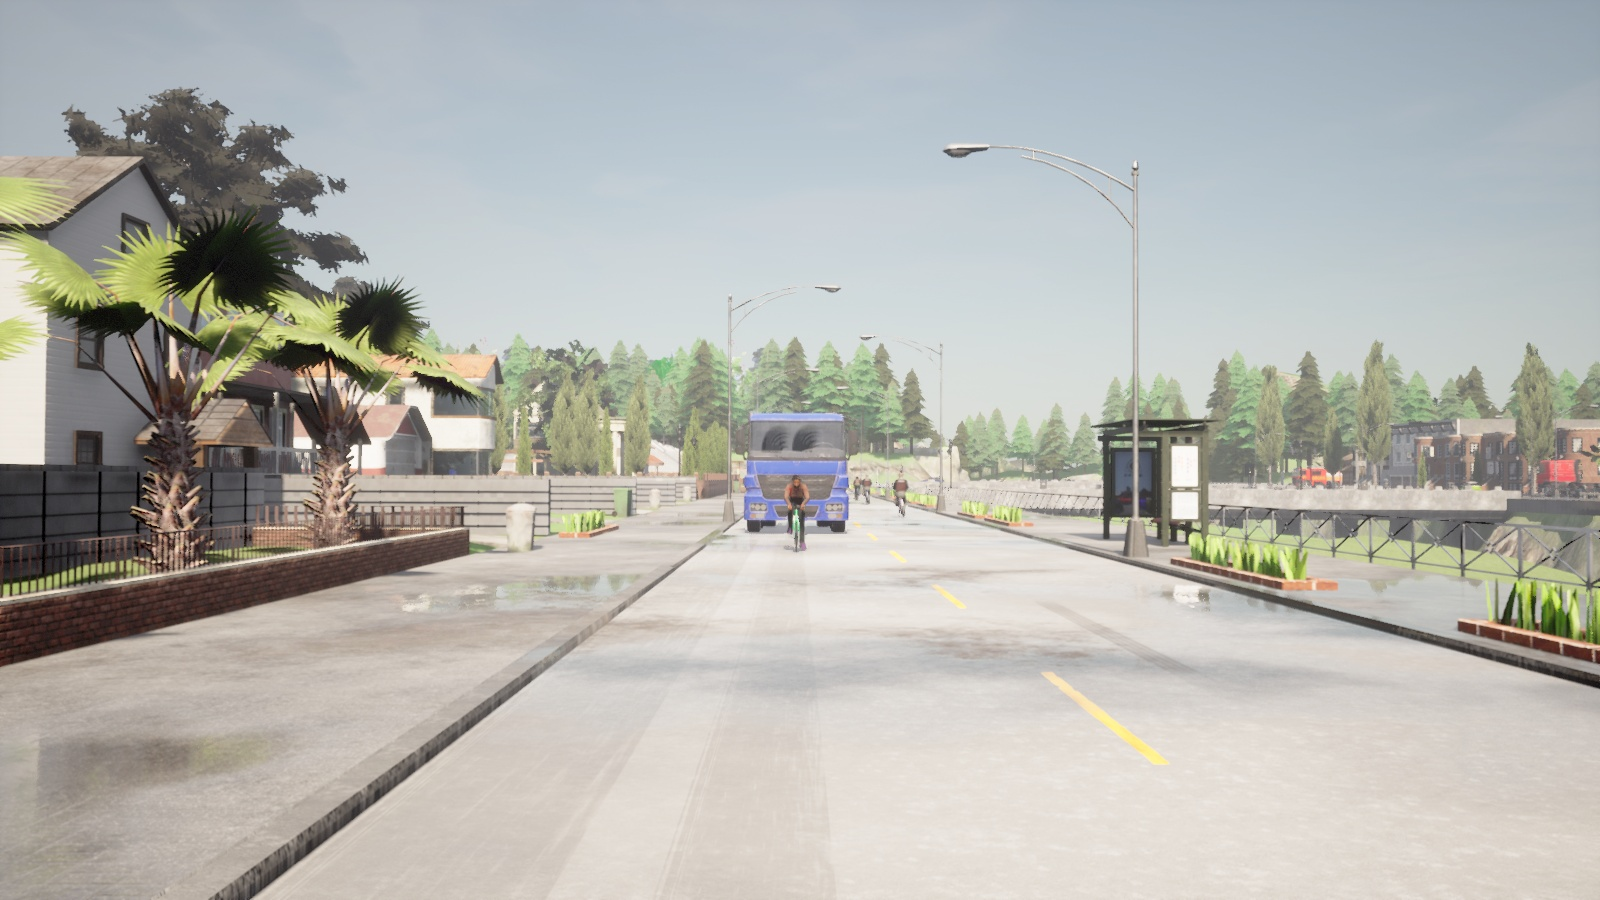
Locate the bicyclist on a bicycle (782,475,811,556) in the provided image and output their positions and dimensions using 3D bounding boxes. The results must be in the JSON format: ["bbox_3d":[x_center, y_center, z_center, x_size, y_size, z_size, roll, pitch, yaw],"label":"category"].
[{"bbox_3d":[-0.065,1.334,26.184,0.582,1.620,1.656,0,-1,0],"label":"bicyclist on a bicycle"}]

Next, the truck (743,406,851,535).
[{"bbox_3d":[-0.098,0.646,37.762,2.891,3.462,7.936,0,-1,0],"label":"truck"}]
